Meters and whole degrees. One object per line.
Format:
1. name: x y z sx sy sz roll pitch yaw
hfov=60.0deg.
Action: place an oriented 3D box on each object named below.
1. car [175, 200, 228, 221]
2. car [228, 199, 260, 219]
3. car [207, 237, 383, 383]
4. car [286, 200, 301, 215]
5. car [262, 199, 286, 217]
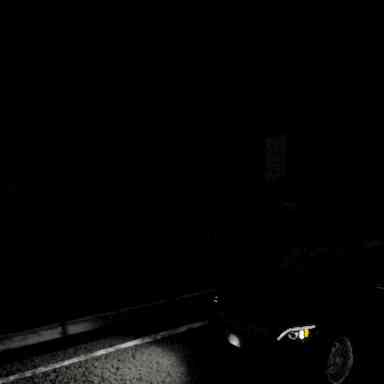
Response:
1. car: 0.437 1.456 26.829 2.002 1.452 4.674 0 0 -35
2. car: 3.109 1.411 28.725 2.231 1.521 4.892 0 0 -35
3. car: 2.405 1.516 5.379 4.674 1.442 1.812 0 0 -36
4. car: 8.342 1.438 32.447 2.002 1.452 4.674 0 0 -35
5. car: 5.771 1.404 30.630 2.097 1.535 5.008 0 0 -35
